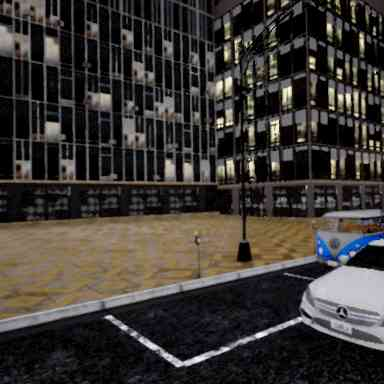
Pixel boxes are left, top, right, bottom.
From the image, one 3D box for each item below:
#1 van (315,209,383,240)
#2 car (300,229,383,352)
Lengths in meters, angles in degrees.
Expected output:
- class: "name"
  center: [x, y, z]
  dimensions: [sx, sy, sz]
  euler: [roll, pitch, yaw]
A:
- class: "van"
  center: [5.585, 1.470, 10.560]
  dimensions: [3.998, 1.788, 1.690]
  euler: [0, -2, -37]
- class: "car"
  center: [3.913, 1.589, 6.009]
  dimensions: [4.674, 1.442, 1.812]
  euler: [0, -2, -37]
